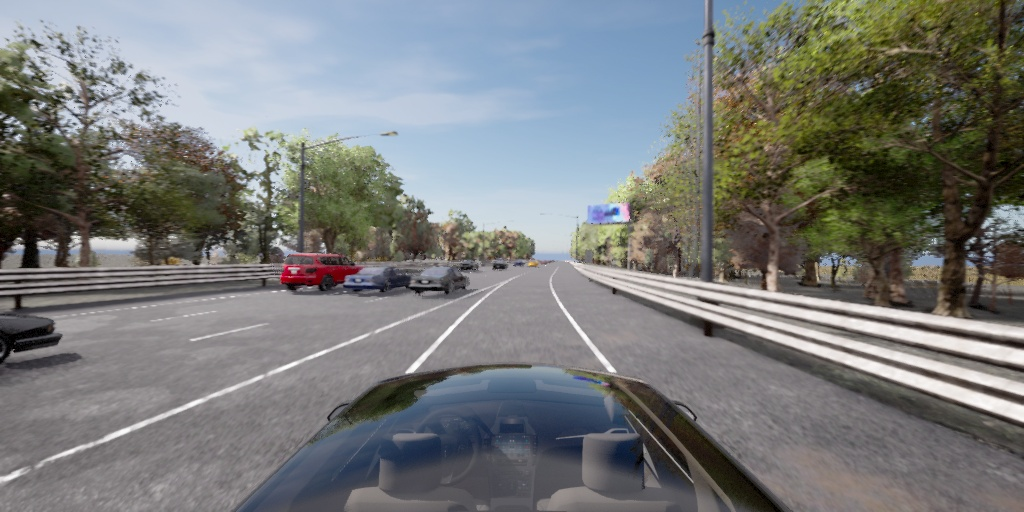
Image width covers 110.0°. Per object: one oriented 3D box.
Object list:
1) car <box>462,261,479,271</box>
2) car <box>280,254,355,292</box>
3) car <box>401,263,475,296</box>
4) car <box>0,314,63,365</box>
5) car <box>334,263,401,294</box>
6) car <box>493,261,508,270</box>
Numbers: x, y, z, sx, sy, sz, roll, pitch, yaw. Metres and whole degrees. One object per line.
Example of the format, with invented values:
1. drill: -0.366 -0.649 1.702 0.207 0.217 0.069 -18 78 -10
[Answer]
1. car: -6.142 1.429 52.184 1.837 1.490 4.892 1 0 8
2. car: -10.711 0.924 20.897 2.150 2.045 5.566 1 0 8
3. car: -3.827 1.313 19.697 2.033 1.411 5.357 0 0 8
4. car: -9.615 1.169 4.236 2.033 1.411 5.357 1 0 8
5. car: -7.270 1.280 20.263 2.033 1.411 5.357 1 0 8
6. car: -1.814 1.473 57.599 1.882 1.535 5.008 1 0 8
